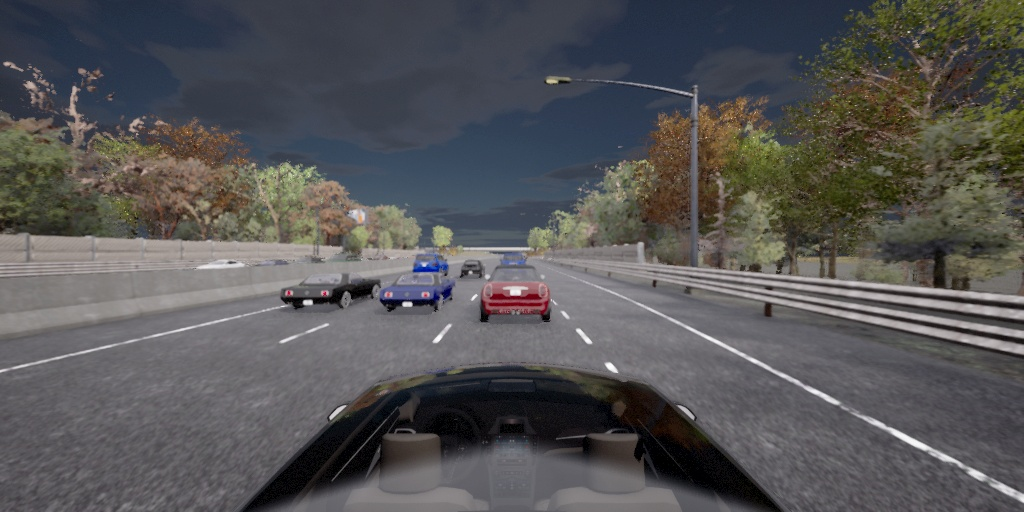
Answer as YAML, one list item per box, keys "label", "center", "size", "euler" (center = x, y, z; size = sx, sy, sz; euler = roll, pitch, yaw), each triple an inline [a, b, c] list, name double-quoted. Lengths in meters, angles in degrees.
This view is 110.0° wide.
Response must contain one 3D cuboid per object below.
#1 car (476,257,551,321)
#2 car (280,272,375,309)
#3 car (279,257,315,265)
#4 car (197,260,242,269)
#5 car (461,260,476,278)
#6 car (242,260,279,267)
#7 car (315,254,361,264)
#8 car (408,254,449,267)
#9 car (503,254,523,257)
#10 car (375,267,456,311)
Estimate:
- label: "car"
  center: [0.103, 1.040, 12.292]
  size: [2.097, 1.767, 4.553]
  euler: [0, 0, 0]
- label: "car"
  center: [-6.898, 1.277, 14.358]
  size: [1.895, 1.301, 4.718]
  euler: [0, 0, 0]
- label: "car"
  center: [-21.084, 0.913, 36.776]
  size: [2.097, 1.767, 4.553]
  euler: [0, 0, 0]
- label: "car"
  center: [-28.083, 1.096, 34.866]
  size: [1.812, 1.442, 4.674]
  euler: [0, 0, 0]
- label: "car"
  center: [-3.394, 1.088, 31.789]
  size: [1.837, 1.490, 4.892]
  euler: [0, 0, 0]
- label: "car"
  center: [-24.586, 1.107, 36.940]
  size: [2.033, 1.411, 5.357]
  euler: [0, 0, 0]
- label: "car"
  center: [-17.585, 0.778, 37.151]
  size: [2.150, 2.045, 5.566]
  euler: [0, 0, 0]
- label: "car"
  center: [-6.897, 0.810, 30.882]
  size: [2.150, 2.045, 5.566]
  euler: [0, 0, 0]
- label: "car"
  center: [0.101, 0.809, 30.928]
  size: [2.150, 2.045, 5.566]
  euler: [0, 0, 0]
- label: "car"
  center: [-3.397, 1.280, 13.907]
  size: [1.895, 1.301, 4.718]
  euler: [0, 0, 0]
